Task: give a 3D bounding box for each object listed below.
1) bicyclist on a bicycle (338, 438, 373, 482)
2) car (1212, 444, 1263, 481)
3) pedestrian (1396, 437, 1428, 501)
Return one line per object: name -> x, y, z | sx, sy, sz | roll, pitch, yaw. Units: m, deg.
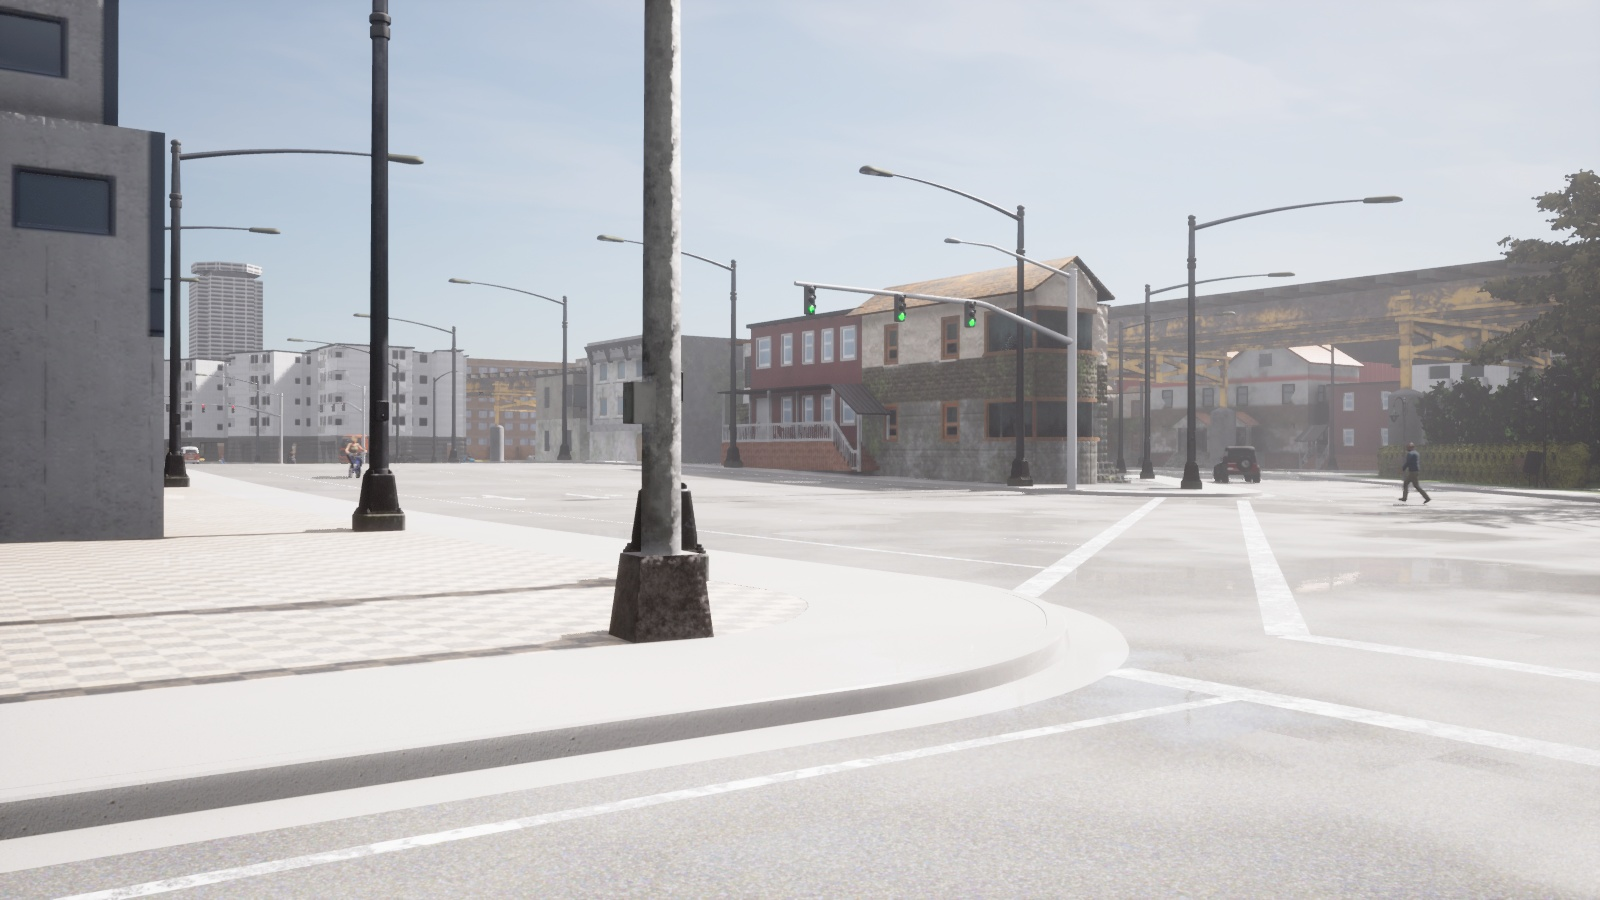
bicyclist on a bicycle -> -16.852, 0.360, 47.618 | 0.866, 1.612, 1.509 | 0, 1, -35
car -> 22.946, 0.654, 66.012 | 1.905, 1.878, 3.866 | 0, 0, 10
pedestrian -> 17.792, 0.545, 36.499 | 0.402, 1.842, 0.726 | 0, 0, -44
